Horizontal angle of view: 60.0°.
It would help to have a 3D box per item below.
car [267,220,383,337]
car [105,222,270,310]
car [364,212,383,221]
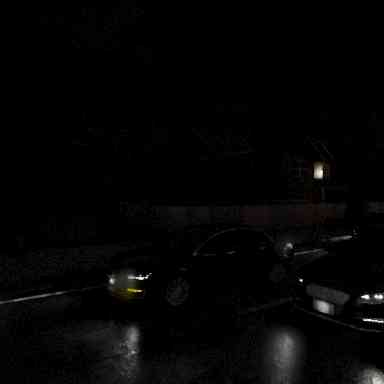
[{"bbox_3d":[4.019,1.522,6.568,4.902,1.511,2.128,0,0,-36],"label":"car"},{"bbox_3d":[0.401,1.529,7.972,4.892,1.490,1.837,1,0,-36],"label":"car"},{"bbox_3d":[8.577,1.568,13.823,4.892,1.490,1.837,0,0,-36],"label":"car"}]
